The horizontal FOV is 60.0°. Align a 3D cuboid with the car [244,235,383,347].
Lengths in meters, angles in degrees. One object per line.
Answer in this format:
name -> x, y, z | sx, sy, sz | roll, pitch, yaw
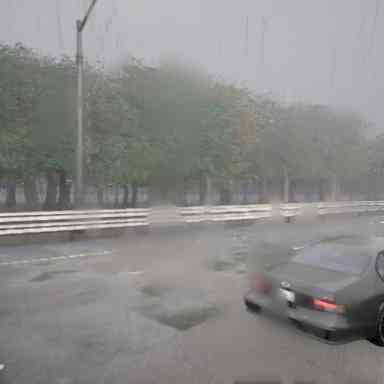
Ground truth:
car -> 3.420, 1.549, 6.310 | 5.357, 1.411, 2.033 | 0, 0, -35
